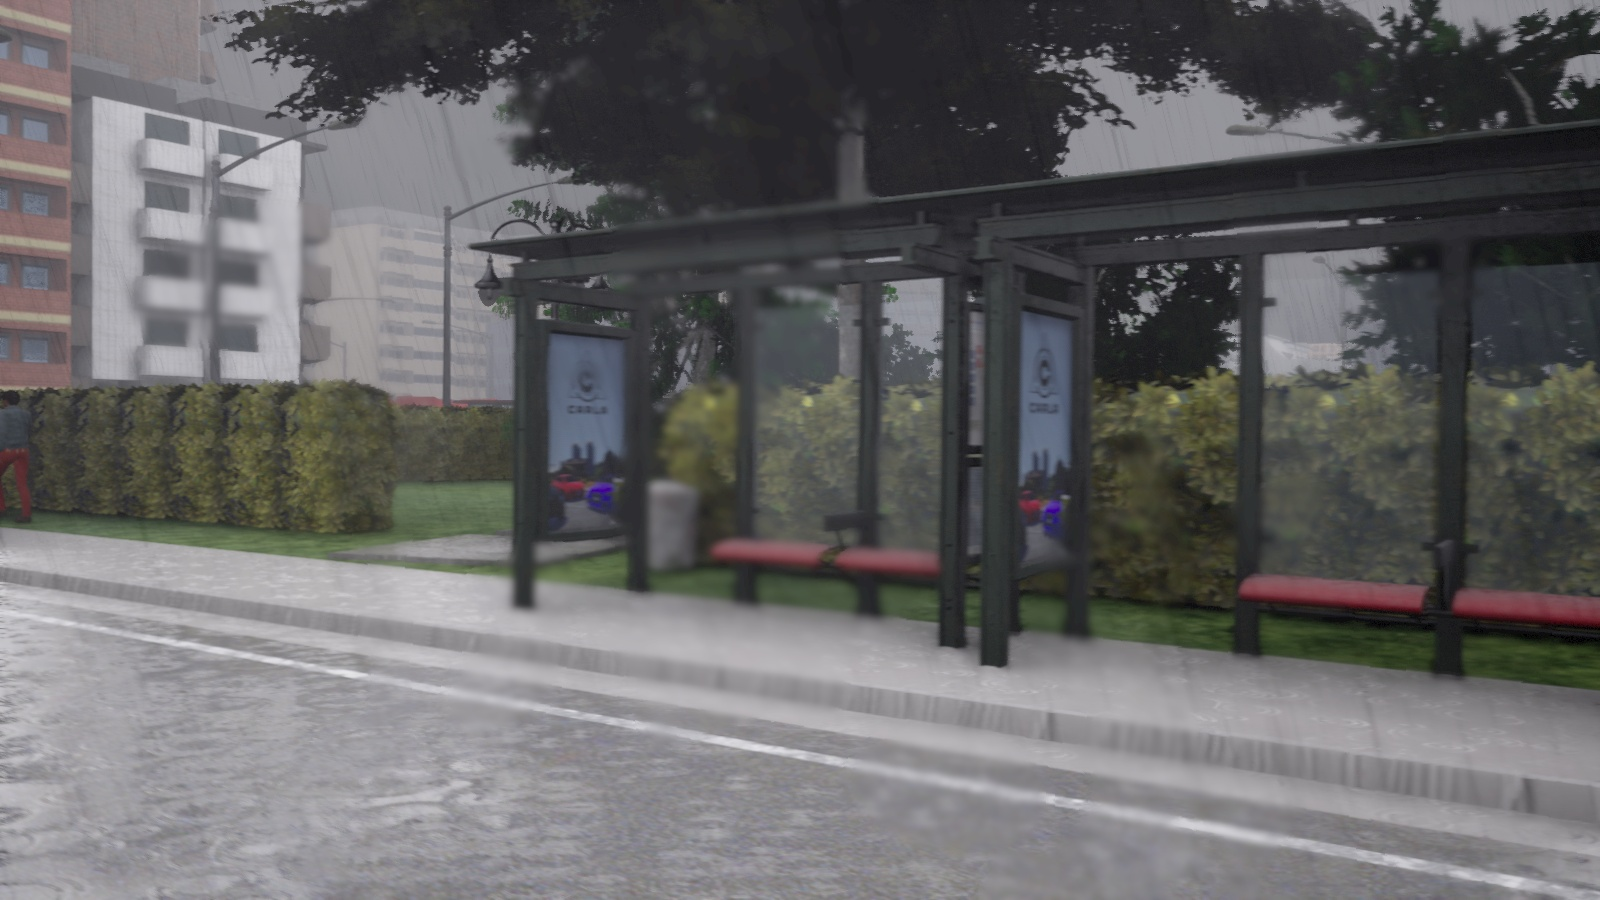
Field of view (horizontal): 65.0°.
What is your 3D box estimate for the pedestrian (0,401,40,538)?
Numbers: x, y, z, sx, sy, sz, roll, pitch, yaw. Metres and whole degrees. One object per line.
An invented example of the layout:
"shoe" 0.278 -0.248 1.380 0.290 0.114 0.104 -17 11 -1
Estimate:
"pedestrian" -10.830 0.259 17.246 0.614 1.847 0.353 0 1 25
